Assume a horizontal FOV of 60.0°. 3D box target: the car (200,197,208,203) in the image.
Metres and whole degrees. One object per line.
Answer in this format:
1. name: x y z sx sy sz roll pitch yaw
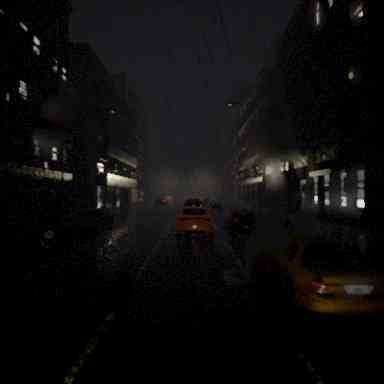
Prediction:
1. car: 2.831 1.847 80.799 1.802 1.307 4.206 0 0 0

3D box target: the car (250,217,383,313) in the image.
1. car: 2.705 1.552 7.699 1.752 1.417 4.829 0 0 0

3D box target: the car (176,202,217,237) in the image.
1. car: 0.133 1.541 18.642 1.882 1.535 5.008 0 0 0

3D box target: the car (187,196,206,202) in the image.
1. car: 0.163 1.473 36.187 2.097 1.767 4.553 0 0 0

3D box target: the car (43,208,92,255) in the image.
1. car: -5.666 1.485 13.183 1.967 1.590 4.097 0 0 0

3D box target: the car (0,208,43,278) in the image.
1. car: -5.674 1.341 7.548 2.192 1.841 5.009 0 0 0

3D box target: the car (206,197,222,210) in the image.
1. car: 2.764 1.689 41.345 2.008 1.369 4.403 0 0 0

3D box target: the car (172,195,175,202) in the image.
1. car: -5.559 1.792 75.182 1.887 1.381 4.507 0 0 0

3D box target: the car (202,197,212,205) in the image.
1. car: 2.803 1.737 64.060 1.752 1.417 4.829 0 0 0

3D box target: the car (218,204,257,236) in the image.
1. car: 2.724 1.609 18.801 1.887 1.381 4.507 0 0 0

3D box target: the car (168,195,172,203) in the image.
1. car: -5.579 1.762 63.909 2.008 1.369 4.403 0 0 0

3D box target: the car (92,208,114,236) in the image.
1. car: -5.656 1.609 18.820 1.887 1.381 4.507 0 0 0

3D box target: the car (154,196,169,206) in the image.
1. car: -5.588 1.744 58.272 2.008 1.369 4.403 0 0 0

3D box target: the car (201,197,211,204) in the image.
1. car: 2.812 1.795 69.527 1.947 1.339 4.313 0 0 0
